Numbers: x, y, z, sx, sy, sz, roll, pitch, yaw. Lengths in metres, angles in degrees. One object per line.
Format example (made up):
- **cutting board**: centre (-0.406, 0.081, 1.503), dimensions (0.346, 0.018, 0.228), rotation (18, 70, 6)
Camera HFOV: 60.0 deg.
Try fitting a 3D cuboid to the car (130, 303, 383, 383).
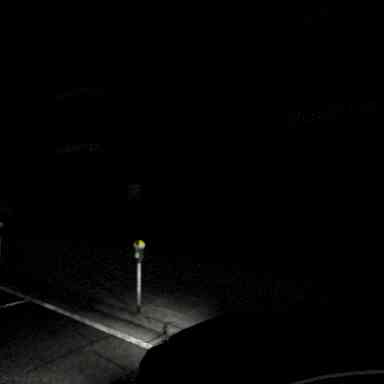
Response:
- **car**: centre (1.654, 1.523, 2.031), dimensions (4.892, 1.490, 1.837), rotation (0, 0, 38)
